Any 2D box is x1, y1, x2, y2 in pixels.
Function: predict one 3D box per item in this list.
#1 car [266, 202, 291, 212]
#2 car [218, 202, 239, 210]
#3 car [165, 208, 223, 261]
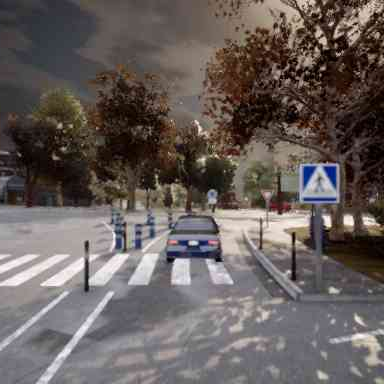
[{"bbox_3d":[17.683,2.990,68.229,2.150,2.045,5.566,0,0,-32],"label":"car"},{"bbox_3d":[8.405,3.158,77.064,4.553,1.767,2.097,0,0,32],"label":"car"},{"bbox_3d":[0.162,1.547,12.240,2.033,1.411,5.357,0,0,3],"label":"car"}]
